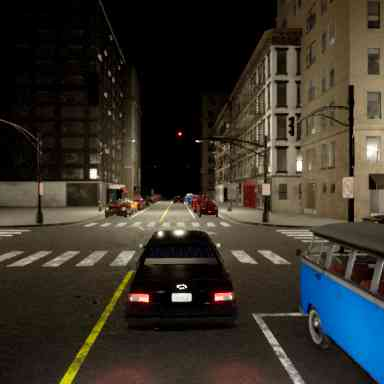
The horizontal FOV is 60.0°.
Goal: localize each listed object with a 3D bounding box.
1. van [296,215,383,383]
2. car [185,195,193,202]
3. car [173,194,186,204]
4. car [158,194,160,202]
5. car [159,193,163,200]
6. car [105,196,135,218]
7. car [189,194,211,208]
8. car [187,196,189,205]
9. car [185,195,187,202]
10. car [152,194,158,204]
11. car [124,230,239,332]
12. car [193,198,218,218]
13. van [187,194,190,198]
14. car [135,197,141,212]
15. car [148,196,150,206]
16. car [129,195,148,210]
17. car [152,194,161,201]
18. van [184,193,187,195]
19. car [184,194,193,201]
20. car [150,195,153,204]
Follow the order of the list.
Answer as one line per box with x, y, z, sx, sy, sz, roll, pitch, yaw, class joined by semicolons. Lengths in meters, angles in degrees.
2.537;1.341;3.689;1.690;1.788;3.998;0;0;-2;van
-0.704;1.514;79.355;1.752;1.417;4.829;0;0;-2;car
-2.480;1.521;61.340;1.812;1.442;4.674;0;0;-3;car
-8.252;1.558;68.033;1.947;1.339;4.313;0;0;-2;car
-8.715;1.304;78.842;2.192;1.841;5.009;0;0;-2;car
-6.631;1.440;30.201;1.967;1.590;4.097;0;0;-2;car
1.155;1.315;35.949;2.192;1.841;5.009;0;0;-2;car
0.692;1.544;46.758;1.887;1.381;4.507;0;0;-2;car
0.229;1.562;57.567;1.947;1.339;4.313;0;0;-2;car
-8.020;1.545;62.629;2.008;1.369;4.403;0;0;-2;car
-0.256;1.547;7.245;2.033;1.411;5.357;0;0;-2;car
1.386;1.545;30.544;1.887;1.381;4.507;0;0;-2;car
0.461;1.339;52.163;1.690;1.788;3.998;0;0;-2;van
-6.856;1.526;35.435;1.752;1.417;4.829;0;0;-2;car
-7.319;1.525;46.245;1.752;1.417;4.829;0;0;-2;car
-7.094;1.315;41.010;2.192;1.841;5.009;0;0;-2;car
-8.946;1.427;84.246;1.967;1.590;4.097;0;0;-2;car
-0.465;1.332;73.780;1.690;1.788;3.998;0;0;-2;van
-0.928;1.427;84.589;1.967;1.590;4.097;0;0;-2;car
-7.557;1.564;51.819;1.947;1.339;4.313;0;0;-2;car
